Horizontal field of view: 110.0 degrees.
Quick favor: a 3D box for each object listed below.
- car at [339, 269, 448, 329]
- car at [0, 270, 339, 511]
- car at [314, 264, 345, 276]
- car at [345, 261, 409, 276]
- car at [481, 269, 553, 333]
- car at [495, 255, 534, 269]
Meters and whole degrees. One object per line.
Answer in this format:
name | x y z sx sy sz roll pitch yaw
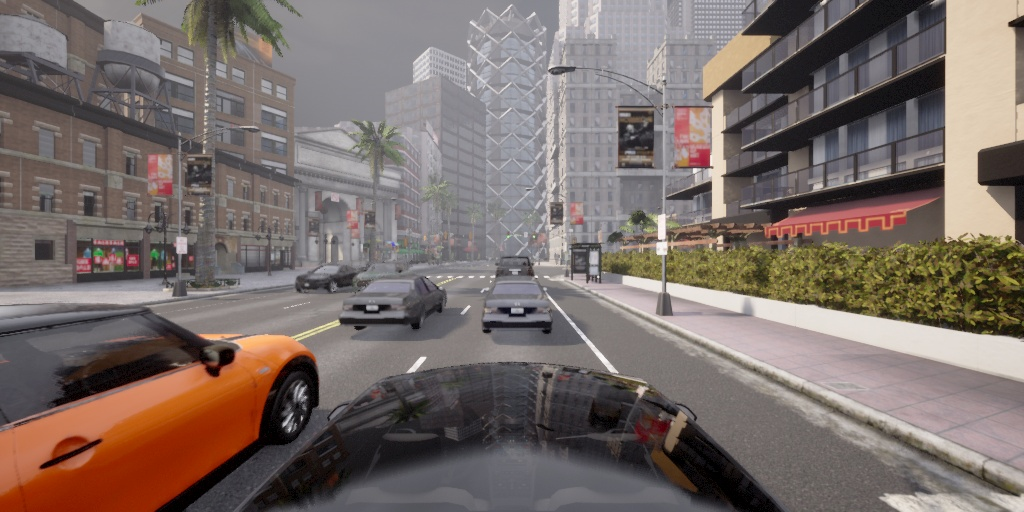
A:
car | -3.361 1.297 11.184 2.033 1.411 5.357 0 0 1
car | -3.320 1.103 2.420 2.097 1.767 4.553 0 0 -1
car | -10.485 1.226 20.887 1.882 1.535 5.008 0 0 1
car | -6.996 1.099 19.842 2.097 1.767 4.553 0 0 1
car | 0.130 1.297 10.743 2.033 1.411 5.357 0 0 0
car | 0.171 0.972 21.609 2.150 2.045 5.566 0 0 0
